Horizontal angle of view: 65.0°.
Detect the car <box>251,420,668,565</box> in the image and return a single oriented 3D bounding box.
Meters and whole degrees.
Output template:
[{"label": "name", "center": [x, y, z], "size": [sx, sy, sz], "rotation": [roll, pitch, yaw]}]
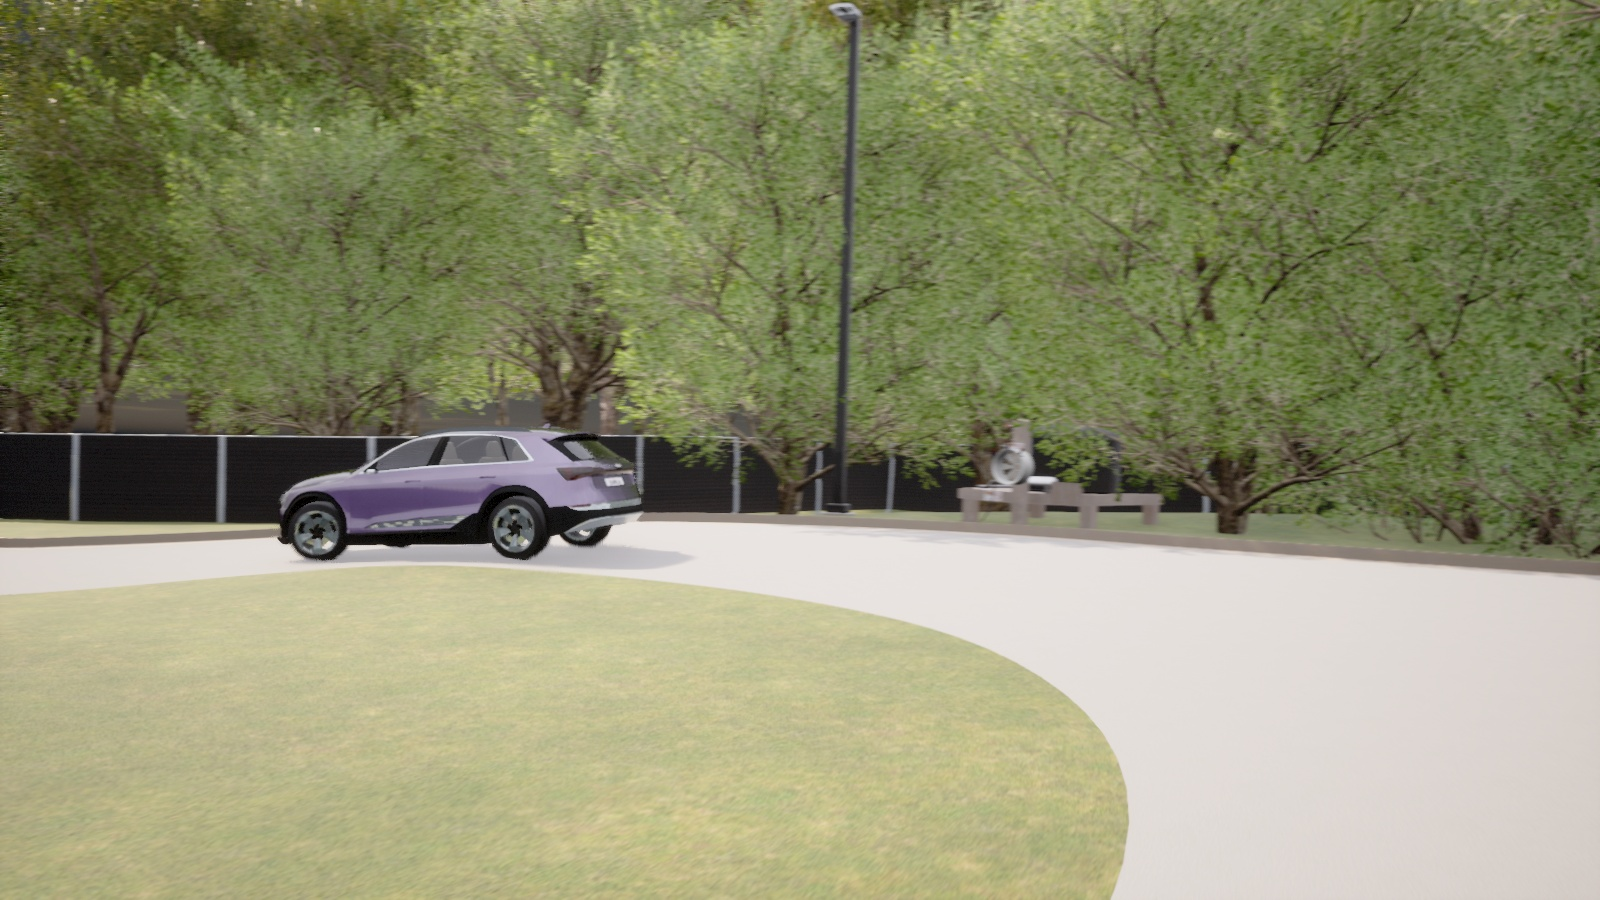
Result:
[{"label": "car", "center": [-4.386, 0.545, 16.306], "size": [4.856, 1.649, 2.033], "rotation": [-2, 0, 18]}]
